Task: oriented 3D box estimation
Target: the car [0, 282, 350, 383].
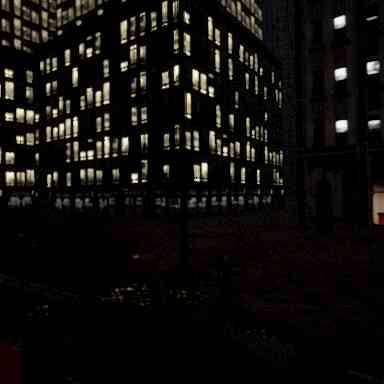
[{"bbox_3d":[-0.638,1.608,3.312,4.206,1.307,1.802,-1,-1,35],"label":"car"}]
